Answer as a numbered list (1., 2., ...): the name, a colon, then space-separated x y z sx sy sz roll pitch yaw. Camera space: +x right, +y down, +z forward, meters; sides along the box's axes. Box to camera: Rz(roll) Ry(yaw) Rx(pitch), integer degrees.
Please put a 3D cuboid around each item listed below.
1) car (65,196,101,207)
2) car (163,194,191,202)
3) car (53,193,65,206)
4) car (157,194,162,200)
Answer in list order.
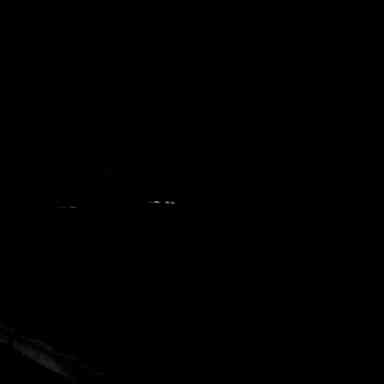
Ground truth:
1. car: -14.469 1.259 45.164 1.994 1.385 4.181 1 1 39
2. car: -2.278 1.028 60.329 2.033 1.411 5.357 1 1 37
3. car: -19.292 1.038 44.743 2.097 1.767 4.553 1 1 39
4. car: -5.428 1.001 61.991 1.994 1.385 4.181 1 1 37
